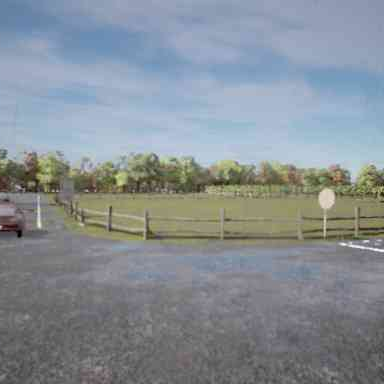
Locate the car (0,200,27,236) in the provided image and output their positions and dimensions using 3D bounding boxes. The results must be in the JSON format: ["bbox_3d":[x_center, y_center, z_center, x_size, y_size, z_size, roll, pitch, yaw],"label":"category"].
[{"bbox_3d":[-9.331,1.336,16.469,1.812,1.442,4.674,1,0,-25],"label":"car"}]

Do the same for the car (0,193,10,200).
[{"bbox_3d":[-30.231,0.912,53.148,1.812,1.442,4.674,1,0,-25],"label":"car"}]
